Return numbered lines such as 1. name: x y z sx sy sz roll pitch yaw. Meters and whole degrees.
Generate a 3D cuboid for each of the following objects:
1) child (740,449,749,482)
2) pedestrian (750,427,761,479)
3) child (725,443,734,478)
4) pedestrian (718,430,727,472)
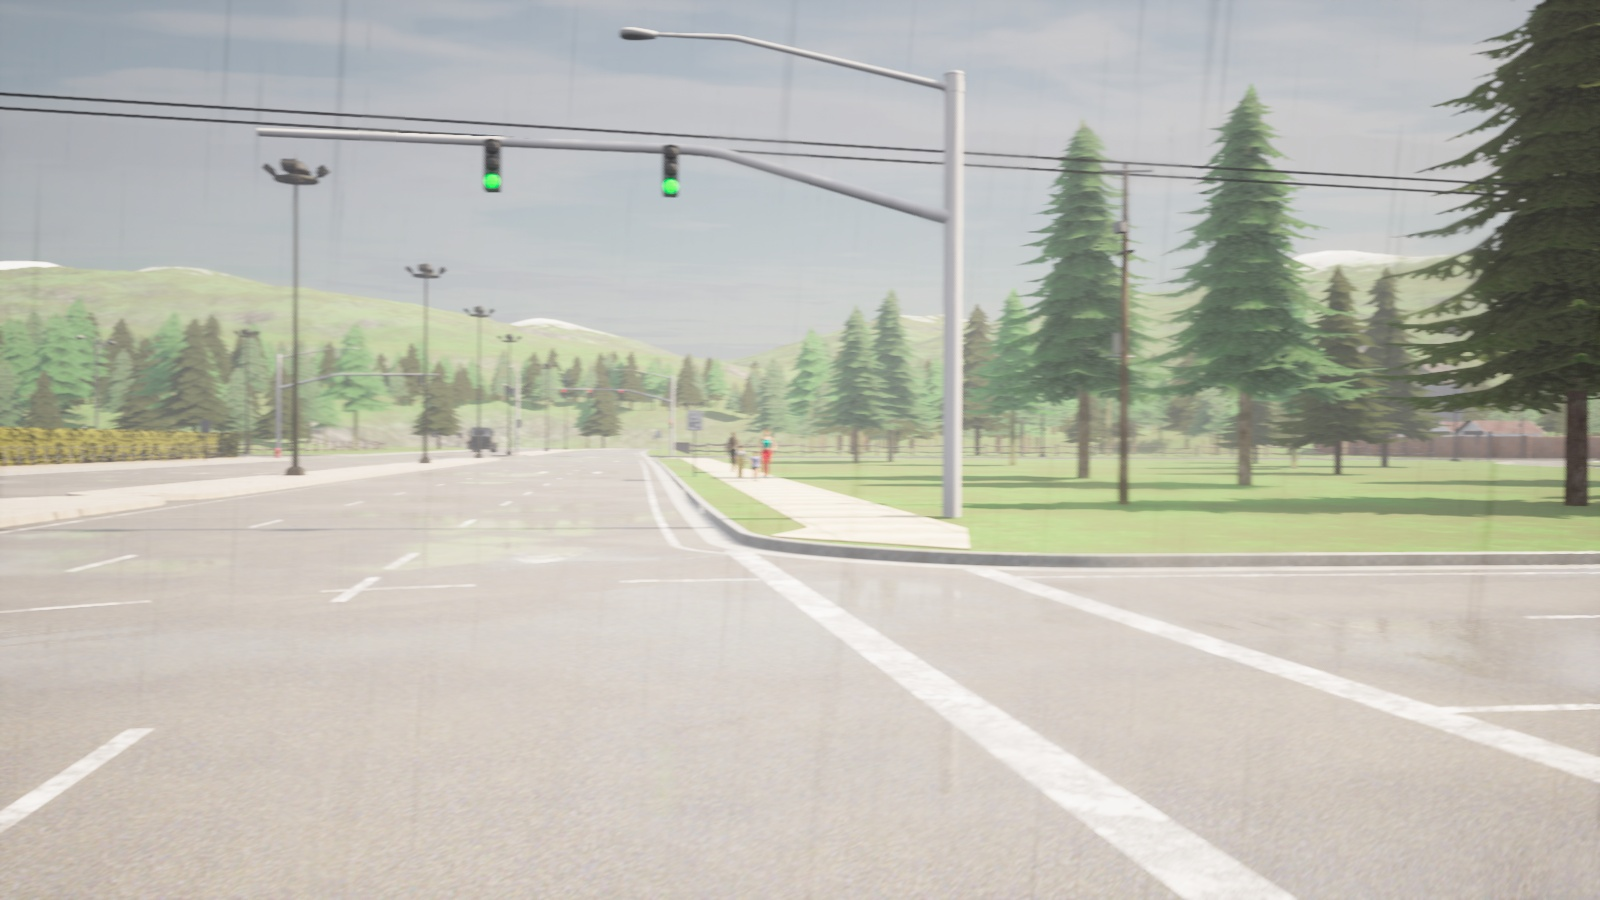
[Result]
1. child: -1.837 0.507 41.809 0.255 1.110 0.394 0 0 -7
2. pedestrian: -1.591 0.110 45.028 0.345 1.836 0.594 0 0 -7
3. child: -2.601 0.376 46.300 0.270 1.263 0.437 0 0 -7
4. pedestrian: -3.385 0.042 54.613 0.331 1.846 0.634 0 0 -7
